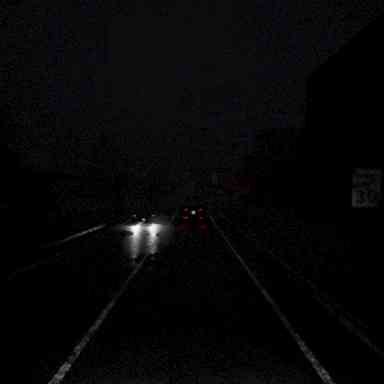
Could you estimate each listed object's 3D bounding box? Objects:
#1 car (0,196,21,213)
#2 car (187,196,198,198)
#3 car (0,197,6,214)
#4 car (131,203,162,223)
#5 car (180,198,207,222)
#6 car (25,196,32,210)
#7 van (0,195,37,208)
[{"bbox_3d":[-21.925,1.537,36.438,5.366,1.575,1.946,0,0,0],"label":"car"},{"bbox_3d":[0.105,1.184,41.446,2.033,1.411,5.357,0,3,0],"label":"car"},{"bbox_3d":[-22.137,1.564,33.663,4.792,1.488,2.163,0,0,0],"label":"car"},{"bbox_3d":[-3.345,1.534,25.679,2.033,1.411,5.357,0,0,0],"label":"car"},{"bbox_3d":[0.104,1.488,25.966,2.163,1.488,4.792,0,0,0],"label":"car"},{"bbox_3d":[-22.144,1.575,39.215,4.792,1.488,2.163,0,0,0],"label":"car"},{"bbox_3d":[-22.001,1.326,41.989,4.442,1.987,1.878,0,0,0],"label":"van"}]
